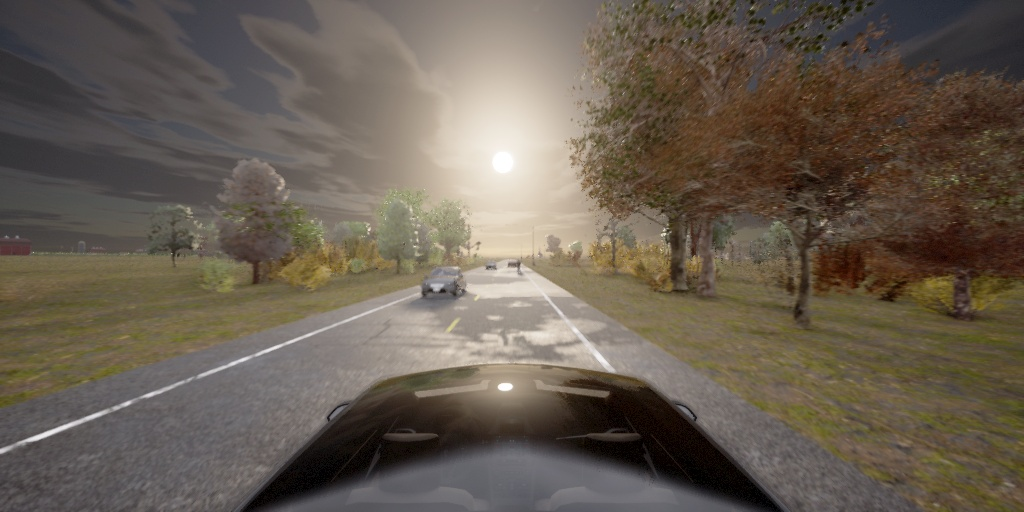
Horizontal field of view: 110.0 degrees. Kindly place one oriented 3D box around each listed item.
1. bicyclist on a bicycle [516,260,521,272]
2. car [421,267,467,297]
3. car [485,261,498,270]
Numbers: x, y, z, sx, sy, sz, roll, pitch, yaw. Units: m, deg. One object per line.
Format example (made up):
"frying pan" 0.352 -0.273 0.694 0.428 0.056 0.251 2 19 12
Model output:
"bicyclist on a bicycle" 0.959 1.387 47.827 0.659 1.776 1.843 0 0 0
"car" -3.593 1.347 19.589 2.128 1.511 4.902 0 0 0
"car" -3.530 1.586 61.424 1.837 1.490 4.892 0 0 1
